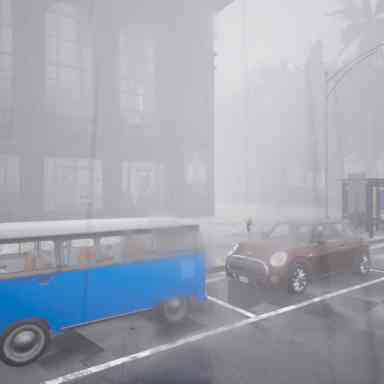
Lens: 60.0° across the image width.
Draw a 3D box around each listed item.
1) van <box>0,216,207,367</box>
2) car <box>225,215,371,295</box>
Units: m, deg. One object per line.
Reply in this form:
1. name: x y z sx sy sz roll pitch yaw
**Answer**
1. van: -1.635 1.341 5.483 3.998 1.788 1.690 0 0 -35
2. car: 2.788 1.439 8.627 4.097 1.590 1.967 0 0 -35
